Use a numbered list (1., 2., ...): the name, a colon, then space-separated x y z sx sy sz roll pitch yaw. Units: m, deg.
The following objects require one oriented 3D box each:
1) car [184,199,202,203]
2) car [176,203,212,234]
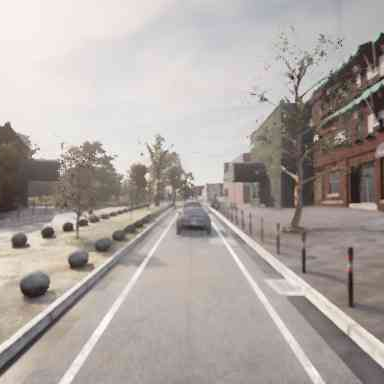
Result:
1. car: 0.100 1.513 37.252 2.128 1.511 4.902 0 0 0
2. car: 0.100 1.573 19.478 1.994 1.385 4.181 0 0 0
